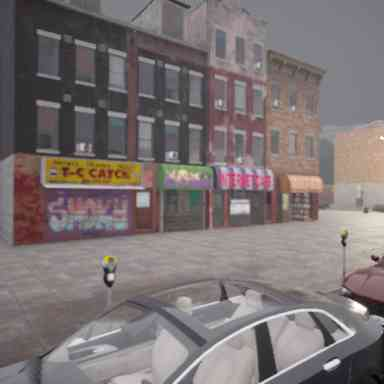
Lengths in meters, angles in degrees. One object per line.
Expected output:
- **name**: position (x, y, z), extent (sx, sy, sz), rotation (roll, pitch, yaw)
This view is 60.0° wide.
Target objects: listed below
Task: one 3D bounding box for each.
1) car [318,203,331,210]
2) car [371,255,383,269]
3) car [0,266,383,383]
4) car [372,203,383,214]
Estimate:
- **car**: position (14.322, 1.532, 40.430), extent (1.895, 1.301, 4.718), rotation (1, 0, -36)
- **car**: position (4.458, 1.560, 5.981), extent (4.507, 1.381, 1.887), rotation (0, 0, -35)
- **car**: position (-0.016, 1.554, 2.793), extent (4.403, 1.369, 2.008), rotation (0, 0, -35)
- **car**: position (20.375, 1.551, 32.083), extent (2.033, 1.411, 5.357), rotation (1, 0, -33)
